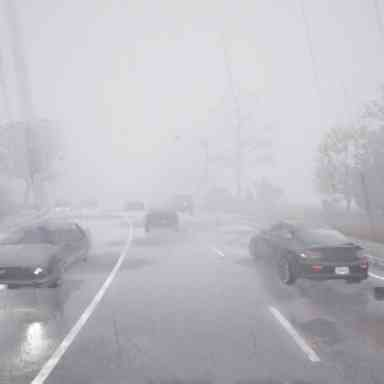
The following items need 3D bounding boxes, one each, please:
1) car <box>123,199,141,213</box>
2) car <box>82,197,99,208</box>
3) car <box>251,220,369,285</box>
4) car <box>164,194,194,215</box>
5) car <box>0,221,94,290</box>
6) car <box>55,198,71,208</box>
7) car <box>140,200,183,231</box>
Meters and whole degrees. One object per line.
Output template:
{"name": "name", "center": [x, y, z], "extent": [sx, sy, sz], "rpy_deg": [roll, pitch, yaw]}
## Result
{"name": "car", "center": [-6.781, 1.506, 38.438], "extent": [1.882, 1.535, 5.008], "rpy_deg": [0, 0, -19]}
{"name": "car", "center": [-14.877, 1.520, 48.460], "extent": [1.882, 1.535, 5.008], "rpy_deg": [0, 0, -25]}
{"name": "car", "center": [3.036, 1.519, 9.415], "extent": [1.812, 1.442, 4.674], "rpy_deg": [0, 0, -4]}
{"name": "car", "center": [-1.406, 1.238, 33.259], "extent": [2.150, 2.045, 5.566], "rpy_deg": [0, 0, -16]}
{"name": "car", "center": [-4.143, 1.562, 9.443], "extent": [2.033, 1.411, 5.357], "rpy_deg": [0, 0, -5]}
{"name": "car", "center": [-19.337, 1.609, 49.602], "extent": [1.994, 1.385, 4.181], "rpy_deg": [0, 0, -27]}
{"name": "car", "center": [-2.023, 1.489, 20.678], "extent": [1.882, 1.535, 5.008], "rpy_deg": [0, 0, -10]}
